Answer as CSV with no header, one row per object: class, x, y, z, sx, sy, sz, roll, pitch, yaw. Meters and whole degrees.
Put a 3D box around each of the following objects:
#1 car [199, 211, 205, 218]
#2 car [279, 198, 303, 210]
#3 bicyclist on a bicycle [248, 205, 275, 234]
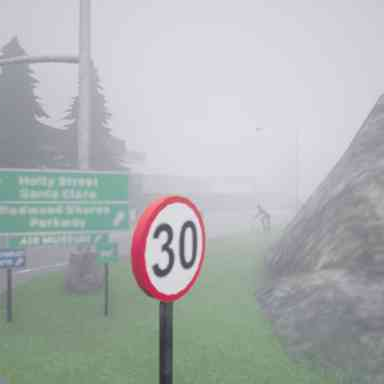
car,-1.118,1.667,24.234,1.895,1.301,4.718,1,0,36
car,13.027,1.561,43.453,2.128,1.511,4.902,1,0,37
bicyclist on a bicycle,3.990,1.577,19.194,1.656,1.620,0.582,0,0,36
